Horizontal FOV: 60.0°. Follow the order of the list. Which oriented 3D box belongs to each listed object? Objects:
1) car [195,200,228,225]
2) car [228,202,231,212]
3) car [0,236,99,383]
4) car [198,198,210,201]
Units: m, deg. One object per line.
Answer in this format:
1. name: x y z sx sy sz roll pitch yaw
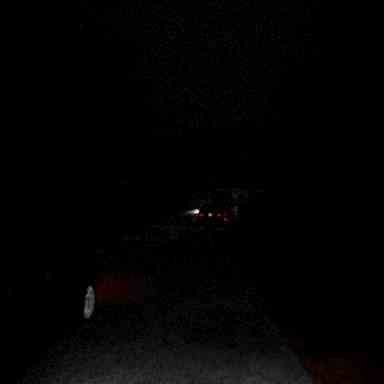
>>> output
1. car: 1.438 1.583 24.265 2.033 1.411 5.357 0 0 6
2. car: 3.942 1.808 42.435 1.895 1.301 4.718 1 0 10
3. car: -2.734 1.457 4.287 1.882 1.535 5.008 0 0 2
4. car: 1.699 1.667 46.409 2.128 1.511 4.902 1 0 11
